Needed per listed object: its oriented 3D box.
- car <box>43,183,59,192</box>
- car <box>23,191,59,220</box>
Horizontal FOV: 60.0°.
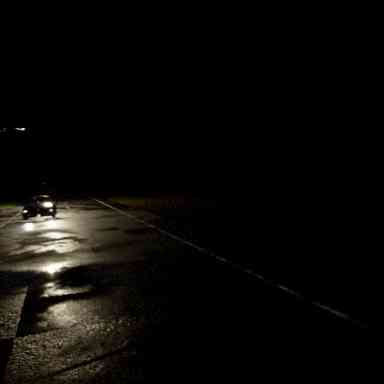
[{"bbox_3d":[-22.679,-0.429,53.683,2.150,2.045,5.566,-3,3,-22],"label":"car"},{"bbox_3d":[-10.126,0.963,22.313,2.033,1.411,5.357,-3,3,-22],"label":"car"}]
